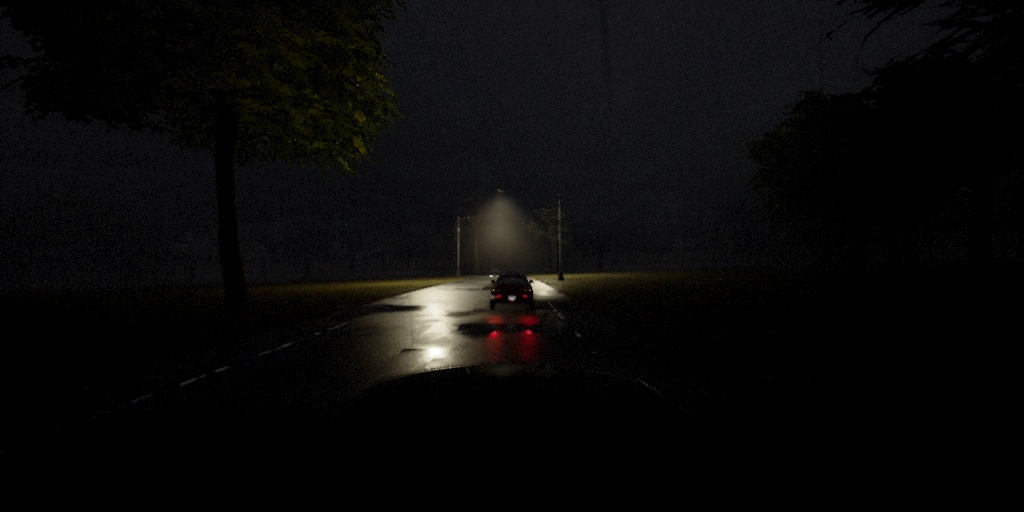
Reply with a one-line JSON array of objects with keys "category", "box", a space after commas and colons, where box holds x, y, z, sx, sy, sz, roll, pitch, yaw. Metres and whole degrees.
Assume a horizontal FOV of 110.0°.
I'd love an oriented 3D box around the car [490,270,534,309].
[{"category": "car", "box": [0.007, 1.506, 16.245, 1.812, 1.442, 4.674, 0, -1, 0]}]
